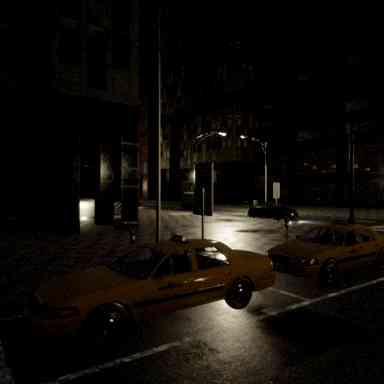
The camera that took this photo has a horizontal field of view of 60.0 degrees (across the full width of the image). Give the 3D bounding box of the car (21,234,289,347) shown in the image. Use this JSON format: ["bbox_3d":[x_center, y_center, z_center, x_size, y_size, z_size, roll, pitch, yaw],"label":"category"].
[{"bbox_3d":[-0.489,1.525,6.290,4.829,1.417,1.752,0,0,-35],"label":"car"}]

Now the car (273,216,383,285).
[{"bbox_3d":[4.078,1.526,9.533,4.829,1.417,1.752,0,0,-35],"label":"car"}]

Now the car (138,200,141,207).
[{"bbox_3d":[-9.112,1.371,48.336,1.837,1.490,4.892,0,-1,-35],"label":"car"}]

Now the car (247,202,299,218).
[{"bbox_3d":[6.421,1.508,26.691,1.994,1.385,4.181,0,0,-35],"label":"car"}]

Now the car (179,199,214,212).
[{"bbox_3d":[0.389,1.438,35.075,1.812,1.442,4.674,0,0,-35],"label":"car"}]
